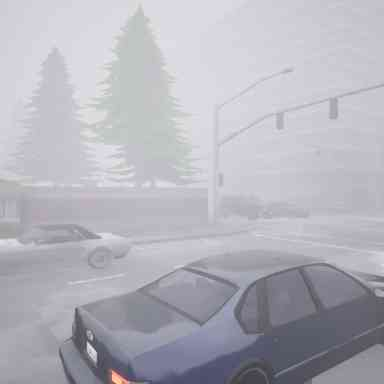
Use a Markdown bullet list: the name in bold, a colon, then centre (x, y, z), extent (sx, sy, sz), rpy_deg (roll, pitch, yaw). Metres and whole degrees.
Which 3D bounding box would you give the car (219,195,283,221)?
- **car**: centre (4.527, 1.278, 27.966), extent (2.150, 2.045, 5.566), rpy_deg (0, 0, -35)

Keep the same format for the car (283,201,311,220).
- **car**: centre (8.037, 1.561, 29.064), extent (1.837, 1.490, 4.892), rpy_deg (0, 0, -35)

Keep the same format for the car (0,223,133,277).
- **car**: centre (-4.230, 1.601, 9.477), extent (4.718, 1.301, 1.895), rpy_deg (0, 0, -34)

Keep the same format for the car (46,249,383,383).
- **car**: centre (1.110, 1.547, 4.573), extent (5.357, 1.411, 2.033), rpy_deg (0, 0, -35)
